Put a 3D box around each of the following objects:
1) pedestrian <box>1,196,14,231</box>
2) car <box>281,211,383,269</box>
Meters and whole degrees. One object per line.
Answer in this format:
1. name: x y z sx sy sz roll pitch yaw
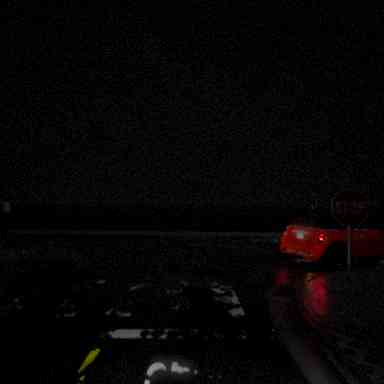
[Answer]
1. pedestrian: -9.692 1.105 17.452 0.375 1.860 0.375 0 -1 0
2. car: 5.381 1.448 11.398 4.553 1.767 2.097 1 0 -24
